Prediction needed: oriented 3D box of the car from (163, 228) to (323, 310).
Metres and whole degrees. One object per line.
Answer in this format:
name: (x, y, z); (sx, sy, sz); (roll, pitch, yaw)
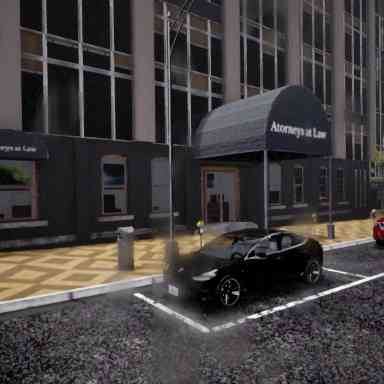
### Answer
car: (1.370, 1.564, 7.847); (4.313, 1.339, 1.947); (0, -1, -37)

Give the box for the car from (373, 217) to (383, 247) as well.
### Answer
car: (9.642, 1.310, 14.054); (5.009, 1.841, 2.192); (0, -1, -37)
